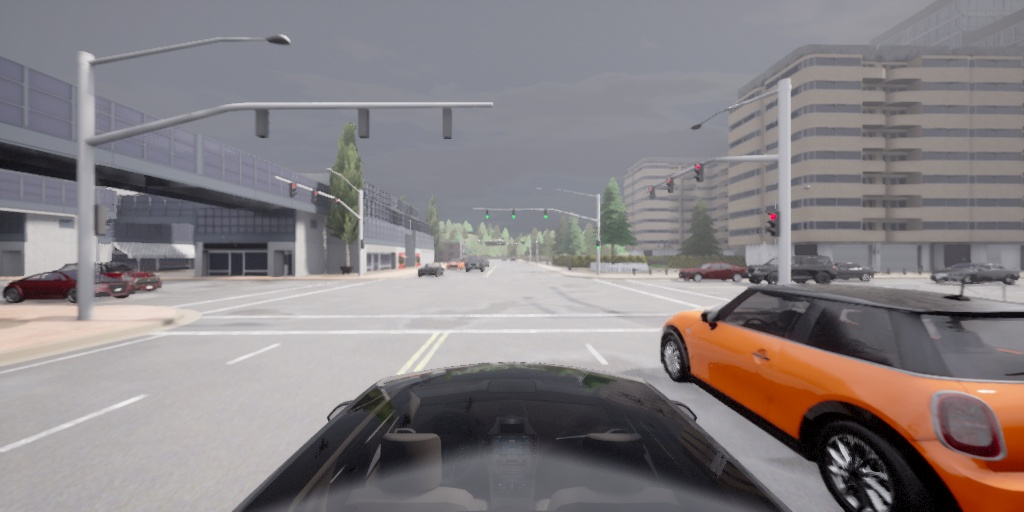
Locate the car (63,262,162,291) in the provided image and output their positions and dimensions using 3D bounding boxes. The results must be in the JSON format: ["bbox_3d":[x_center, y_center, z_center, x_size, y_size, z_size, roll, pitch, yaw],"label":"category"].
[{"bbox_3d":[-22.028,1.125,19.554,4.553,1.767,2.097,0,0,-1],"label":"car"}]

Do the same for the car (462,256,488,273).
[{"bbox_3d":[-4.617,1.001,45.251,2.150,2.045,5.566,0,0,-1],"label":"car"}]

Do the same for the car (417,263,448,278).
[{"bbox_3d":[-7.770,1.378,34.639,1.895,1.301,4.718,0,0,-2],"label":"car"}]

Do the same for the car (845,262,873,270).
[{"bbox_3d":[25.871,1.261,28.524,4.892,1.490,1.837,0,0,-1],"label":"car"}]

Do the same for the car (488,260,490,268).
[{"bbox_3d":[-4.905,1.302,63.650,1.837,1.490,4.892,0,0,-1],"label":"car"}]

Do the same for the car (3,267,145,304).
[{"bbox_3d":[-19.706,1.334,16.095,4.181,1.385,1.994,0,0,-1],"label":"car"}]

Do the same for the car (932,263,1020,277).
[{"bbox_3d":[32.384,1.241,25.171,4.902,1.511,2.128,0,0,-1],"label":"car"}]

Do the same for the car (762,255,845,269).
[{"bbox_3d":[19.203,0.978,24.870,5.566,2.045,2.150,0,0,-1],"label":"car"}]

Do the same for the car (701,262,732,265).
[{"bbox_3d":[15.764,1.238,28.290,5.008,1.535,1.882,0,0,-1],"label":"car"}]

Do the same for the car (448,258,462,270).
[{"bbox_3d":[-8.247,1.142,52.507,2.097,1.767,4.553,0,0,-1],"label":"car"}]

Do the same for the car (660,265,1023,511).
[{"bbox_3d":[3.565,1.102,4.265,2.097,1.767,4.553,0,0,0],"label":"car"}]
